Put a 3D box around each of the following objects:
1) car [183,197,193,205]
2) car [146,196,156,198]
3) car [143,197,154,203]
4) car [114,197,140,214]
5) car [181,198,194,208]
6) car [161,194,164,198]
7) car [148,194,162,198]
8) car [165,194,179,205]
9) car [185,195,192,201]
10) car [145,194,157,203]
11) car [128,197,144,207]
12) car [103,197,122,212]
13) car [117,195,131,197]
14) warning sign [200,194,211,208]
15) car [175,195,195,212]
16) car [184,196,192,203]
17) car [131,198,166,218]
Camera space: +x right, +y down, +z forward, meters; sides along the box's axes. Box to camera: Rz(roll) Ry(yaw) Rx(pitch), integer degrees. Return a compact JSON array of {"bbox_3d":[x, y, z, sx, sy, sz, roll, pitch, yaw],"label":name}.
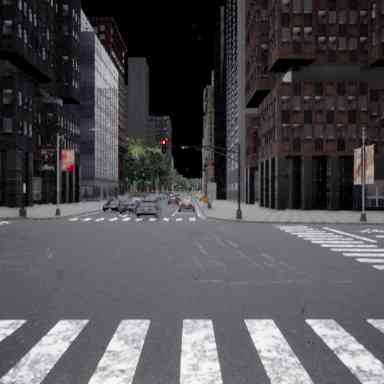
[{"bbox_3d":[-0.735,1.626,60.693,1.887,1.381,4.507,0,0,0],"label":"car"},{"bbox_3d":[-6.506,1.604,45.378,1.994,1.385,4.181,0,0,-1],"label":"car"},{"bbox_3d":[-9.328,1.696,71.499,1.802,1.307,4.206,0,0,0],"label":"car"},{"bbox_3d":[-6.446,1.561,35.423,2.033,1.411,5.357,0,0,-1],"label":"car"},{"bbox_3d":[-0.667,1.633,49.844,1.802,1.307,4.206,0,0,0],"label":"car"},{"bbox_3d":[-9.431,1.482,87.777,2.192,1.841,5.009,0,0,0],"label":"car"},{"bbox_3d":[-6.549,1.572,55.571,1.837,1.490,4.892,0,0,0],"label":"car"},{"bbox_3d":[-3.401,1.609,61.452,1.812,1.442,4.674,0,0,0],"label":"car"},{"bbox_3d":[-0.905,1.607,87.818,1.967,1.590,4.097,0,0,0],"label":"car"},{"bbox_3d":[-9.363,1.446,76.925,2.192,1.841,5.009,0,0,0],"label":"car"},{"bbox_3d":[-9.225,1.591,55.051,1.752,1.417,4.829,0,0,0],"label":"car"},{"bbox_3d":[-9.124,1.589,38.943,1.947,1.339,4.313,0,0,0],"label":"car"},{"bbox_3d":[-9.159,1.352,44.370,2.192,1.841,5.009,0,0,0],"label":"car"},{"bbox_3d":[1.689,1.148,42.679,1.300,1.860,1.060,0,0,0],"label":"warning sign"},{"bbox_3d":[-0.600,1.463,38.994,1.967,1.590,4.097,0,0,0],"label":"car"},{"bbox_3d":[-0.804,1.640,71.713,1.752,1.417,4.829,0,0,0],"label":"car"},{"bbox_3d":[-3.731,1.546,29.860,2.033,1.411,5.357,0,0,0],"label":"car"}]
